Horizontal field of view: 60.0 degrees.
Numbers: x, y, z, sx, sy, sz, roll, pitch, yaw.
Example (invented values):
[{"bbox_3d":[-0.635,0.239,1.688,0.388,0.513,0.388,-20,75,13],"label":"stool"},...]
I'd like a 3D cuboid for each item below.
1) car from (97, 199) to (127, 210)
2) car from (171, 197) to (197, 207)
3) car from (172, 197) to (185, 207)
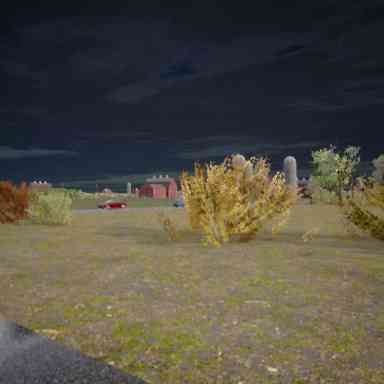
[{"bbox_3d":[-12.338,1.893,51.431,1.882,1.535,5.008,-1,0,36],"label":"car"},{"bbox_3d":[-1.570,1.942,66.299,2.150,2.045,5.566,-1,-1,36],"label":"car"},{"bbox_3d":[-1.389,2.053,60.477,2.033,1.411,5.357,-1,-1,36],"label":"car"}]
